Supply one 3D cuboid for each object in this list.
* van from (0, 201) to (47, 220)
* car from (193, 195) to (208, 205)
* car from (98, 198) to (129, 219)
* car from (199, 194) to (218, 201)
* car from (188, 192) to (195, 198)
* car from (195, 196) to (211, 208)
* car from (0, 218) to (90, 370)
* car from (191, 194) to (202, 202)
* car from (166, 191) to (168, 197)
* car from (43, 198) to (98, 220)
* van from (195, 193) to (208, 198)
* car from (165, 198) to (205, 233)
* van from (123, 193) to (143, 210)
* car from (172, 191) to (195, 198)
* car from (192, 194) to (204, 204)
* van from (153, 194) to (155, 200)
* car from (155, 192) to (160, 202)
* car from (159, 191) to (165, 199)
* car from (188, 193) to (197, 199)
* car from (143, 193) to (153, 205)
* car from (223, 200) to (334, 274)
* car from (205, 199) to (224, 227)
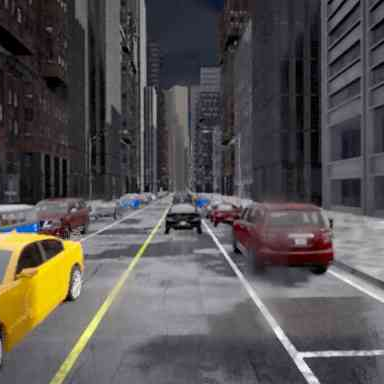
[{"bbox_3d":[-6.053,1.311,9.873,1.690,1.788,3.998,0,0,-2],"label":"van"},{"bbox_3d":[1.203,1.213,49.402,1.947,1.339,4.313,0,0,-2],"label":"car"},{"bbox_3d":[-6.594,1.407,26.693,2.008,1.369,4.403,0,0,-2],"label":"car"},{"bbox_3d":[1.925,1.237,26.976,1.967,1.590,4.097,0,0,-2],"label":"car"},{"bbox_3d":[-0.244,0.821,94.250,1.967,1.590,4.097,0,0,-2],"label":"car"},{"bbox_3d":[1.383,1.229,43.796,1.887,1.381,4.507,0,0,-2],"label":"car"},{"bbox_3d":[-3.239,1.461,5.298,1.882,1.535,5.008,0,0,-2],"label":"car"},{"bbox_3d":[0.835,1.098,60.784,1.752,1.417,4.829,0,0,-2],"label":"car"},{"bbox_3d":[-8.766,0.755,93.970,2.192,1.841,5.009,0,0,-2],"label":"car"},{"bbox_3d":[-6.234,1.247,15.479,2.192,1.841,5.009,0,0,-2],"label":"car"},{"bbox_3d":[1.563,1.063,38.188,1.690,1.788,3.998,0,0,-2],"label":"van"},{"bbox_3d":[-0.495,1.348,18.782,1.882,1.535,5.008,0,1,-2],"label":"car"},{"bbox_3d":[-6.957,1.122,37.905,1.690,1.788,3.998,0,0,-2],"label":"van"},{"bbox_3d":[-1.136,0.956,38.956,2.150,2.045,5.566,0,0,-2],"label":"car"},{"bbox_3d":[1.016,1.134,55.178,1.752,1.417,4.829,0,0,-2],"label":"car"},{"bbox_3d":[-7.500,1.010,54.725,1.690,1.788,3.998,0,0,-2],"label":"van"},{"bbox_3d":[-7.855,1.126,65.768,1.752,1.417,4.829,0,0,-2],"label":"car"},{"bbox_3d":[-8.402,1.069,82.758,1.947,1.339,4.313,0,0,-2],"label":"car"},{"bbox_3d":[0.118,0.995,83.037,2.008,1.369,4.403,0,0,-2],"label":"car"},{"bbox_3d":[-7.318,1.147,49.119,1.967,1.590,4.097,0,0,-2],"label":"car"},{"bbox_3d":[2.467,1.226,10.157,2.192,1.841,5.009,0,0,-2],"label":"car"},{"bbox_3d":[2.107,1.379,21.371,1.887,1.381,4.507,0,0,-2],"label":"car"}]
